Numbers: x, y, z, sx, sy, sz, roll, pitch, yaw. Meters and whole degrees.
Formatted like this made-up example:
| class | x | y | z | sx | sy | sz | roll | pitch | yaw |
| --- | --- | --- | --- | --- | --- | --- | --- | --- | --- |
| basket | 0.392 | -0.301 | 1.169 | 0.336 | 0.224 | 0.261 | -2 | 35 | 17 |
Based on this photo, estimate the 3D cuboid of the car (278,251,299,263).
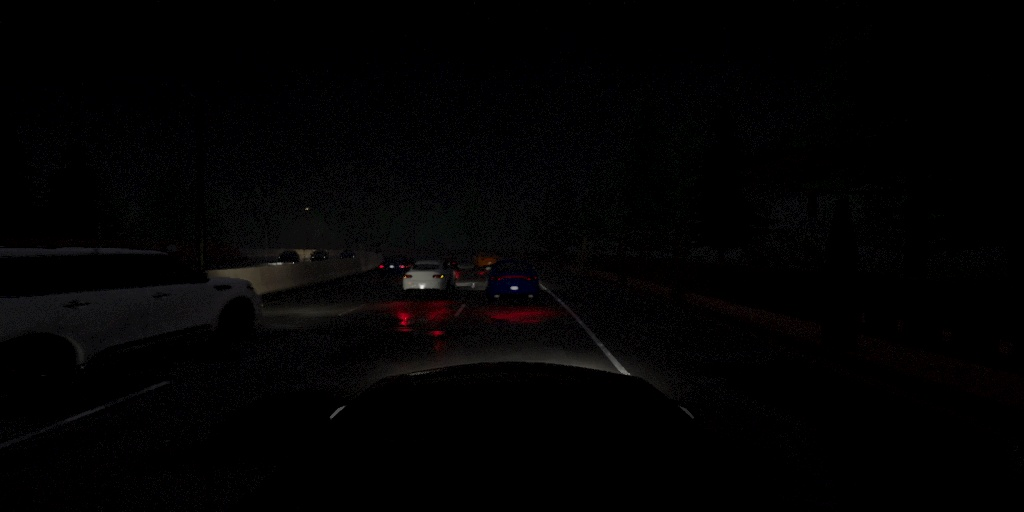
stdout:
| class | x | y | z | sx | sy | sz | roll | pitch | yaw |
| --- | --- | --- | --- | --- | --- | --- | --- | --- | --- |
| car | -28.685 | 0.082 | 46.205 | 1.837 | 1.490 | 4.892 | -1 | 1 | -24 |

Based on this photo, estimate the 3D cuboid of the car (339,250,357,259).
| class | x | y | z | sx | sy | sz | roll | pitch | yaw |
| --- | --- | --- | --- | --- | --- | --- | --- | --- | --- |
| car | -21.634 | 0.011 | 47.384 | 1.882 | 1.535 | 5.008 | -1 | 1 | -22 |

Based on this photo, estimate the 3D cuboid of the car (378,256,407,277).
| class | x | y | z | sx | sy | sz | roll | pitch | yaw |
| --- | --- | --- | --- | --- | --- | --- | --- | --- | --- |
| car | -8.078 | 0.669 | 25.385 | 2.033 | 1.411 | 5.357 | 0 | 2 | -9 |

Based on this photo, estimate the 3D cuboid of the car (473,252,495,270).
| class | x | y | z | sx | sy | sz | roll | pitch | yaw |
| --- | --- | --- | --- | --- | --- | --- | --- | --- | --- |
| car | -2.441 | 0.406 | 32.958 | 1.882 | 1.535 | 5.008 | 0 | 1 | -12 |

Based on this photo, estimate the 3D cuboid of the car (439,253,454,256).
| class | x | y | z | sx | sy | sz | roll | pitch | yaw |
| --- | --- | --- | --- | --- | --- | --- | --- | --- | --- |
| car | -5.926 | 0.463 | 32.498 | 1.812 | 1.442 | 4.674 | 0 | 2 | -12 |

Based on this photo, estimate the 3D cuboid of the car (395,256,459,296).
| class | x | y | z | sx | sy | sz | roll | pitch | yaw |
| --- | --- | --- | --- | --- | --- | --- | --- | --- | --- |
| car | -3.649 | 0.892 | 16.199 | 1.812 | 1.442 | 4.674 | 0 | 2 | -4 |

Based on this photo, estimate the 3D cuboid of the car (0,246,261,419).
| class | x | y | z | sx | sy | sz | roll | pitch | yaw |
| --- | --- | --- | --- | --- | --- | --- | --- | --- | --- |
| car | -6.845 | 0.857 | 5.835 | 2.150 | 2.045 | 5.566 | 0 | 1 | 0 |

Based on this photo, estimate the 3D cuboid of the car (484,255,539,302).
| class | x | y | z | sx | sy | sz | roll | pitch | yaw |
| --- | --- | --- | --- | --- | --- | --- | --- | --- | --- |
| car | -0.039 | 0.885 | 14.762 | 1.882 | 1.535 | 5.008 | 0 | 1 | -3 |

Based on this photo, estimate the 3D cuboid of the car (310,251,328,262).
| class | x | y | z | sx | sy | sz | roll | pitch | yaw |
| --- | --- | --- | --- | --- | --- | --- | --- | --- | --- |
| car | -25.471 | 0.045 | 47.585 | 1.837 | 1.490 | 4.892 | -1 | 1 | -24 |
